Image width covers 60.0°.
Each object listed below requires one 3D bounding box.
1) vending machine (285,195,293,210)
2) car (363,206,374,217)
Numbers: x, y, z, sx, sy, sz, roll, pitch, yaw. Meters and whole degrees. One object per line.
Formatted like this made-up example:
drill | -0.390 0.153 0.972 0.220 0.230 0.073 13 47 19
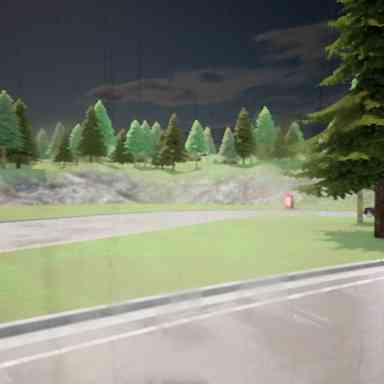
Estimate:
vending machine | 13.096 1.395 44.854 0.880 2.100 1.100 0 0 5
car | 18.436 1.662 30.811 1.882 1.535 5.008 1 0 -40
